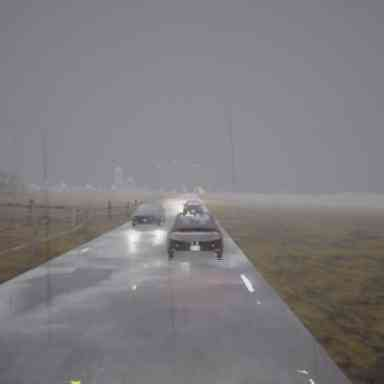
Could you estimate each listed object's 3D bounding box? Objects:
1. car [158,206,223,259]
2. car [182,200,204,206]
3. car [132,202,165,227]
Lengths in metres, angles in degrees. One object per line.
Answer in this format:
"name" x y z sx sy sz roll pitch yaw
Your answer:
"car" 0.098 1.485 12.524 2.128 1.511 4.902 0 0 0
"car" 0.095 1.462 30.570 1.812 1.442 4.674 0 0 0
"car" -2.847 1.447 22.671 1.882 1.535 5.008 0 0 0
